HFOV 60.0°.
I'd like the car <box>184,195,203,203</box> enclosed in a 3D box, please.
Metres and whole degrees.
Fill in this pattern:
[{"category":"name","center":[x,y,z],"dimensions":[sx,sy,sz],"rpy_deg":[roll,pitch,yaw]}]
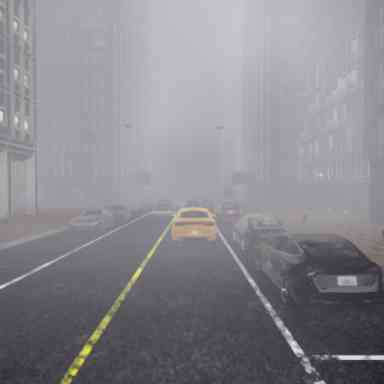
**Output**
[{"category":"car","center":[0.095,1.513,41.079],"dimensions":[1.837,1.490,4.892],"rpy_deg":[0,0,0]}]

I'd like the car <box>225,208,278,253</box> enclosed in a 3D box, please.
[{"category":"car","center":[2.677,1.558,13.487],"dimensions":[2.008,1.369,4.403],"rpy_deg":[-1,0,0]}]

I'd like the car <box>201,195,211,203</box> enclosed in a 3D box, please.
[{"category":"car","center":[2.345,1.530,50.990],"dimensions":[1.812,1.442,4.674],"rpy_deg":[0,0,0]}]

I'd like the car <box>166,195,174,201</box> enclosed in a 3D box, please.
[{"category":"car","center":[-5.714,1.536,87.311],"dimensions":[1.947,1.339,4.313],"rpy_deg":[-1,0,0]}]

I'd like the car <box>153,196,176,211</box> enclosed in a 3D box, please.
[{"category":"car","center":[-3.092,1.572,39.769],"dimensions":[1.994,1.385,4.181],"rpy_deg":[0,0,0]}]

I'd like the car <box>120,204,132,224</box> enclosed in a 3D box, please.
[{"category":"car","center":[-5.672,1.576,24.895],"dimensions":[1.947,1.339,4.313],"rpy_deg":[-1,0,0]}]

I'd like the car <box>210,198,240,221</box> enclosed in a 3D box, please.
[{"category":"car","center":[2.673,1.451,24.836],"dimensions":[1.967,1.590,4.097],"rpy_deg":[-1,0,0]}]

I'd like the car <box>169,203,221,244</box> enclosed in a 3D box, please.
[{"category":"car","center":[0.098,1.486,15.791],"dimensions":[1.882,1.535,5.008],"rpy_deg":[0,0,0]}]

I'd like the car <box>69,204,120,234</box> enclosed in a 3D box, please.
[{"category":"car","center":[-5.671,1.591,19.221],"dimensions":[1.802,1.307,4.206],"rpy_deg":[-1,0,0]}]

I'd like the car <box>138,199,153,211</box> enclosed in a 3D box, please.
[{"category":"car","center":[-5.693,1.533,41.747],"dimensions":[1.752,1.417,4.829],"rpy_deg":[-1,0,0]}]

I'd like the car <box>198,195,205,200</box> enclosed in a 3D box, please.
[{"category":"car","center":[2.665,1.486,93.102],"dimensions":[1.752,1.417,4.829],"rpy_deg":[-1,0,0]}]

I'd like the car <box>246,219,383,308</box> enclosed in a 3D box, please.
[{"category":"car","center":[2.678,1.570,7.813],"dimensions":[1.947,1.339,4.313],"rpy_deg":[-1,0,0]}]
